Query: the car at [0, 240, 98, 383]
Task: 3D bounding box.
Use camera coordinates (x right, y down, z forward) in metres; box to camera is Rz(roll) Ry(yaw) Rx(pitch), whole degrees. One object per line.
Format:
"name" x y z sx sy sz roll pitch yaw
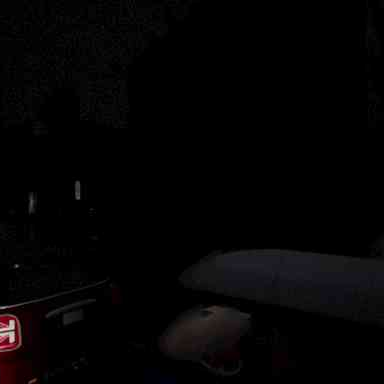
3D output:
"car" -2.925 1.441 4.901 4.097 1.590 1.967 0 0 35

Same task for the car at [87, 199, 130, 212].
"car" -9.360 1.511 38.212 2.033 1.411 5.357 -1 0 35

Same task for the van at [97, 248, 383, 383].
"van" 1.504 1.341 1.746 3.998 1.788 1.690 0 0 35
